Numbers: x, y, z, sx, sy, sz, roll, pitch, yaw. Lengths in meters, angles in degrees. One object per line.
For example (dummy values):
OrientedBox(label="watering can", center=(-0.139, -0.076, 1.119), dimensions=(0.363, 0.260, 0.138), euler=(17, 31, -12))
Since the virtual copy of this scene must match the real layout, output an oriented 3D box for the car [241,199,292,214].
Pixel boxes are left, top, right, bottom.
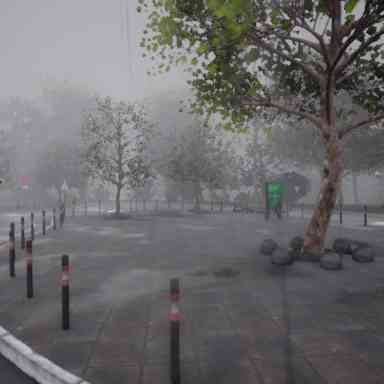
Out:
OrientedBox(label="car", center=(6.796, 1.314, 30.676), dimensions=(1.895, 1.301, 4.718), euler=(0, 0, -36))
